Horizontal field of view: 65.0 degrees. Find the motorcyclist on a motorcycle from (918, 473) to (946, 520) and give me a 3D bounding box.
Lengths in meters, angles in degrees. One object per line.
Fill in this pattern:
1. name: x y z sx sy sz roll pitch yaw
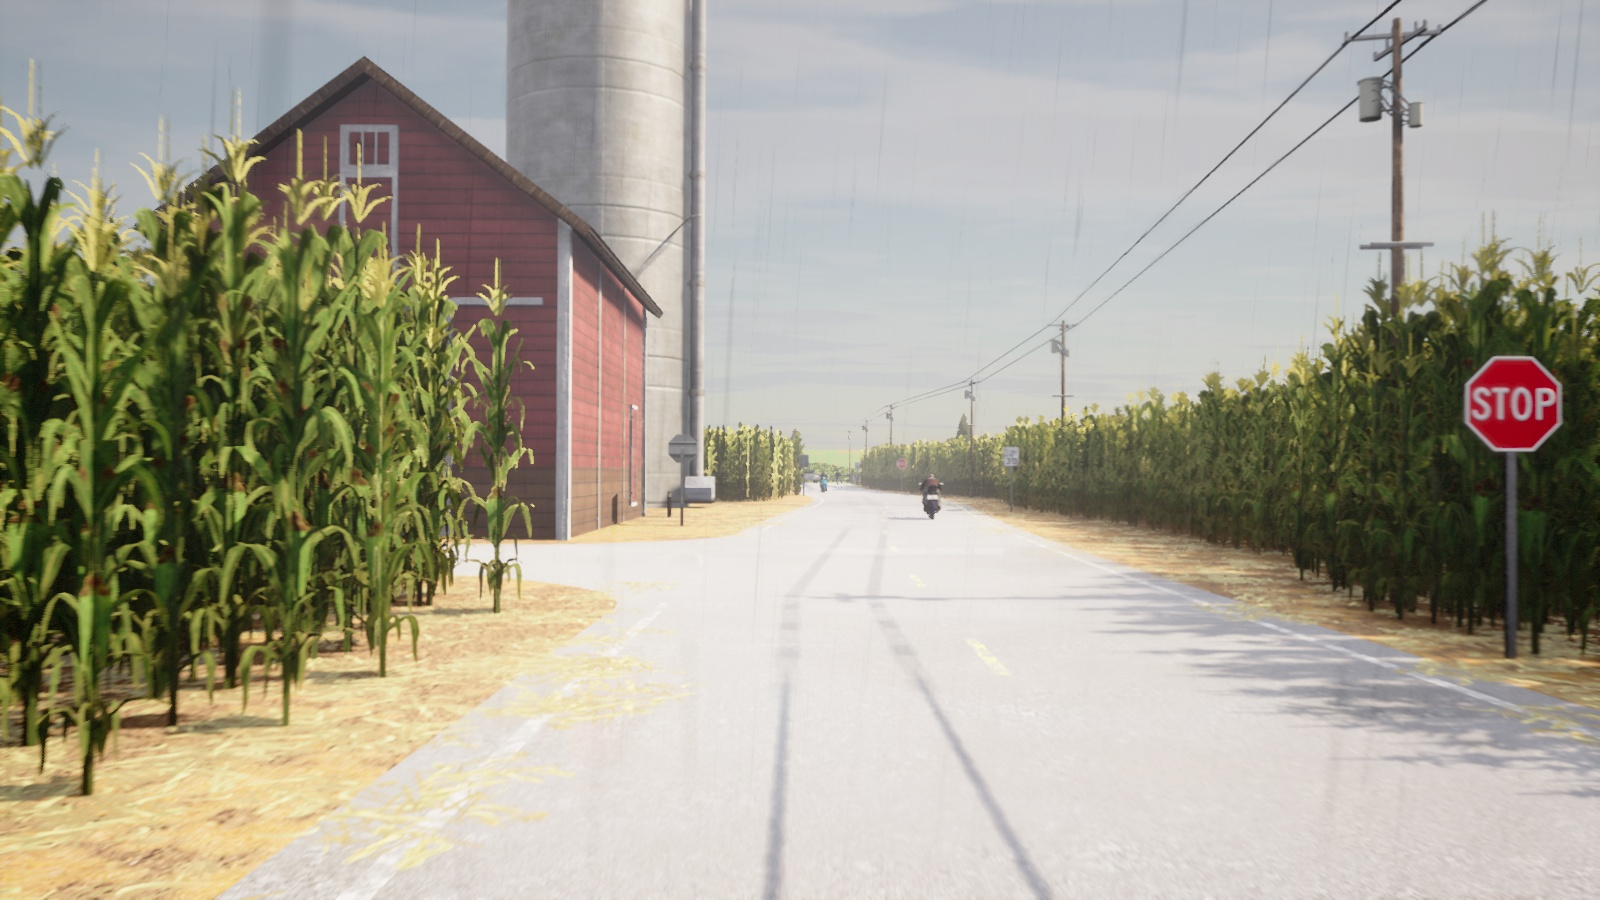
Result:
1. motorcyclist on a motorcycle: 4.385 1.532 41.849 0.866 1.530 2.191 0 -1 4
